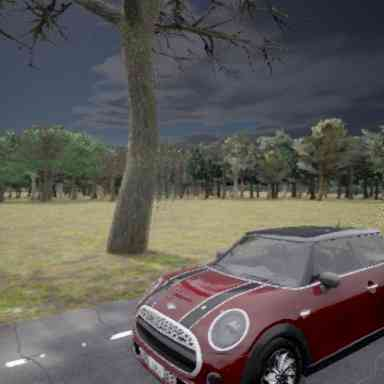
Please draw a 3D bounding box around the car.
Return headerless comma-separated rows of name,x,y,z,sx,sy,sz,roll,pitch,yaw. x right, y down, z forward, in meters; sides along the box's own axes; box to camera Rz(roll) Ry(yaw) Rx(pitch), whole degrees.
car,1.429,1.355,5.014,4.553,1.767,2.097,0,0,-36
